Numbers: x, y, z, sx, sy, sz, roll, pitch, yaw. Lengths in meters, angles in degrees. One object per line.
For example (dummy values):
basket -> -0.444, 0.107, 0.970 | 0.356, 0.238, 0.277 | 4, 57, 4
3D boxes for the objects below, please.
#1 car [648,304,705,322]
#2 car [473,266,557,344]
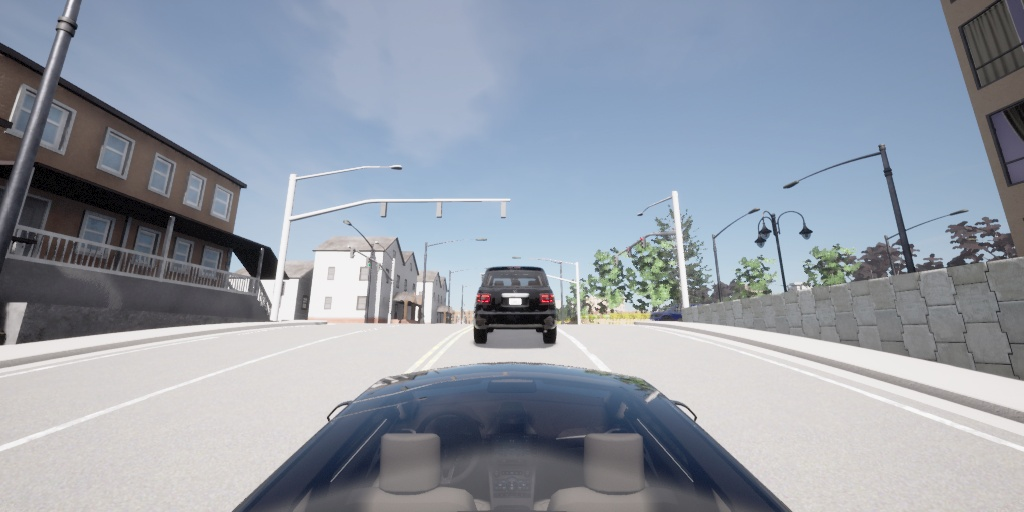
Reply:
car -> 15.042, 5.334, 31.739 | 5.566, 2.045, 2.150 | 0, -12, 1
car -> 0.088, 1.503, 11.201 | 2.150, 2.045, 5.566 | 0, -7, 0
